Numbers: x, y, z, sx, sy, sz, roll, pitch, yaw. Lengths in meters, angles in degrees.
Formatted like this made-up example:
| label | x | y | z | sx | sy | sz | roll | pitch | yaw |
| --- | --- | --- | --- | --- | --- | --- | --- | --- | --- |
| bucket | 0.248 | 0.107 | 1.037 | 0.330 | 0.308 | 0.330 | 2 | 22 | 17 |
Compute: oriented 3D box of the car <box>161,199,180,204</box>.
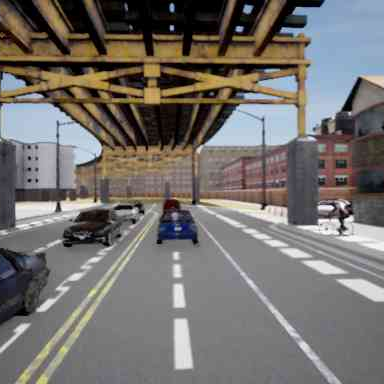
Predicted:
| label | x | y | z | sx | sy | sz | roll | pitch | yaw |
| --- | --- | --- | --- | --- | --- | --- | --- | --- | --- |
| car | -2.379 | 1.495 | 36.888 | 1.882 | 1.535 | 5.008 | 0 | 0 | -9 |

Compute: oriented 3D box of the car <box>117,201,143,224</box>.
| label | x | y | z | sx | sy | sz | roll | pitch | yaw |
| --- | --- | --- | --- | --- | --- | --- | --- | --- | --- |
| car | -5.011 | 1.571 | 25.027 | 1.812 | 1.442 | 4.674 | -1 | 0 | -4 |

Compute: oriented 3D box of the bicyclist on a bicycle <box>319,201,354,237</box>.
| label | x | y | z | sx | sy | sz | roll | pitch | yaw |
| --- | --- | --- | --- | --- | --- | --- | --- | --- | --- |
| bicyclist on a bicycle | 6.621 | 1.235 | 15.218 | 1.656 | 1.620 | 0.582 | -1 | 0 | -3 |

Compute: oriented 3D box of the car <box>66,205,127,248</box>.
| label | x | y | z | sx | sy | sz | roll | pitch | yaw |
| --- | --- | --- | --- | --- | --- | --- | --- | --- | --- |
| car | -4.383 | 1.547 | 15.275 | 1.837 | 1.490 | 4.892 | -1 | 0 | -3 |

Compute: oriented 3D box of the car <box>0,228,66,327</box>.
| label | x | y | z | sx | sy | sz | roll | pitch | yaw |
| --- | --- | --- | --- | --- | --- | --- | --- | --- | --- |
| car | -3.807 | 1.584 | 4.835 | 2.033 | 1.411 | 5.357 | -1 | 0 | -3 |

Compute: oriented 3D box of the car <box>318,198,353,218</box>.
| label | x | y | z | sx | sy | sz | roll | pitch | yaw |
| --- | --- | --- | --- | --- | --- | --- | --- | --- | --- |
| car | 10.864 | 1.183 | 27.197 | 4.536 | 1.218 | 1.853 | -1 | 0 | 27 |

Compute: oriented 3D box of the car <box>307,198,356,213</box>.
| label | x | y | z | sx | sy | sz | roll | pitch | yaw |
| --- | --- | --- | --- | --- | --- | --- | --- | --- | --- |
| car | 12.787 | 1.164 | 30.445 | 4.536 | 1.218 | 1.853 | -1 | 0 | -33 |

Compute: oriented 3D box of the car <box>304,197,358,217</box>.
| label | x | y | z | sx | sy | sz | roll | pitch | yaw |
| --- | --- | --- | --- | --- | --- | --- | --- | --- | --- |
| car | 12.745 | 1.322 | 30.416 | 4.974 | 1.542 | 2.038 | -1 | 0 | -33 |

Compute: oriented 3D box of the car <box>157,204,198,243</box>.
| label | x | y | z | sx | sy | sz | roll | pitch | yaw |
| --- | --- | --- | --- | --- | --- | --- | --- | --- | --- |
| car | -0.717 | 1.552 | 16.068 | 2.033 | 1.411 | 5.357 | -1 | 0 | -3 |

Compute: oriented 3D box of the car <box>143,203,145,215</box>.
| label | x | y | z | sx | sy | sz | roll | pitch | yaw |
| --- | --- | --- | --- | --- | --- | --- | --- | --- | --- |
| car | -5.853 | 1.616 | 34.220 | 1.994 | 1.385 | 4.181 | -1 | 0 | -8 |
